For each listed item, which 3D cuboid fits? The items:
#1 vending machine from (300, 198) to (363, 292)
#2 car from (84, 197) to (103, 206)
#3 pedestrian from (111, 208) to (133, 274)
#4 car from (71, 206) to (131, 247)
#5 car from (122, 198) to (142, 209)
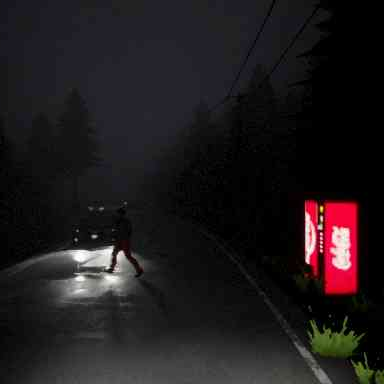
[{"bbox_3d":[3.279,1.195,7.901,1.100,2.100,0.880,0,0,-2],"label":"vending machine"},{"bbox_3d":[-14.950,1.477,50.414,1.882,1.535,5.008,0,0,-30],"label":"car"},{"bbox_3d":[-1.825,1.293,8.731,0.375,1.860,0.375,0,0,-2],"label":"pedestrian"},{"bbox_3d":[-4.048,1.563,15.058,1.994,1.385,4.181,0,0,-6],"label":"car"},{"bbox_3d":[-7.935,1.491,43.789,2.128,1.511,4.902,0,0,-23],"label":"car"}]
